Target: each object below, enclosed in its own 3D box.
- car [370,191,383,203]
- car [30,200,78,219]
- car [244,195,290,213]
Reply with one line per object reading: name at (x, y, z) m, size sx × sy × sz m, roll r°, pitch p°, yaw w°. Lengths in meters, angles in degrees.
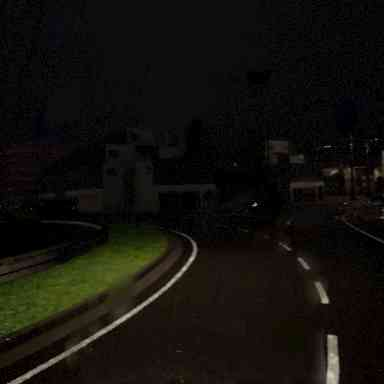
car at (25.634, 0.619, 44.266) m, size 4.674 × 1.442 × 1.812 m, roll -2°, pitch 0°, yaw -35°
car at (-15.127, 1.898, 36.243) m, size 5.566 × 2.045 × 2.150 m, roll -2°, pitch 0°, yaw 19°
car at (7.373, 1.136, 33.103) m, size 4.553 × 1.767 × 2.097 m, roll -2°, pitch 0°, yaw -24°
